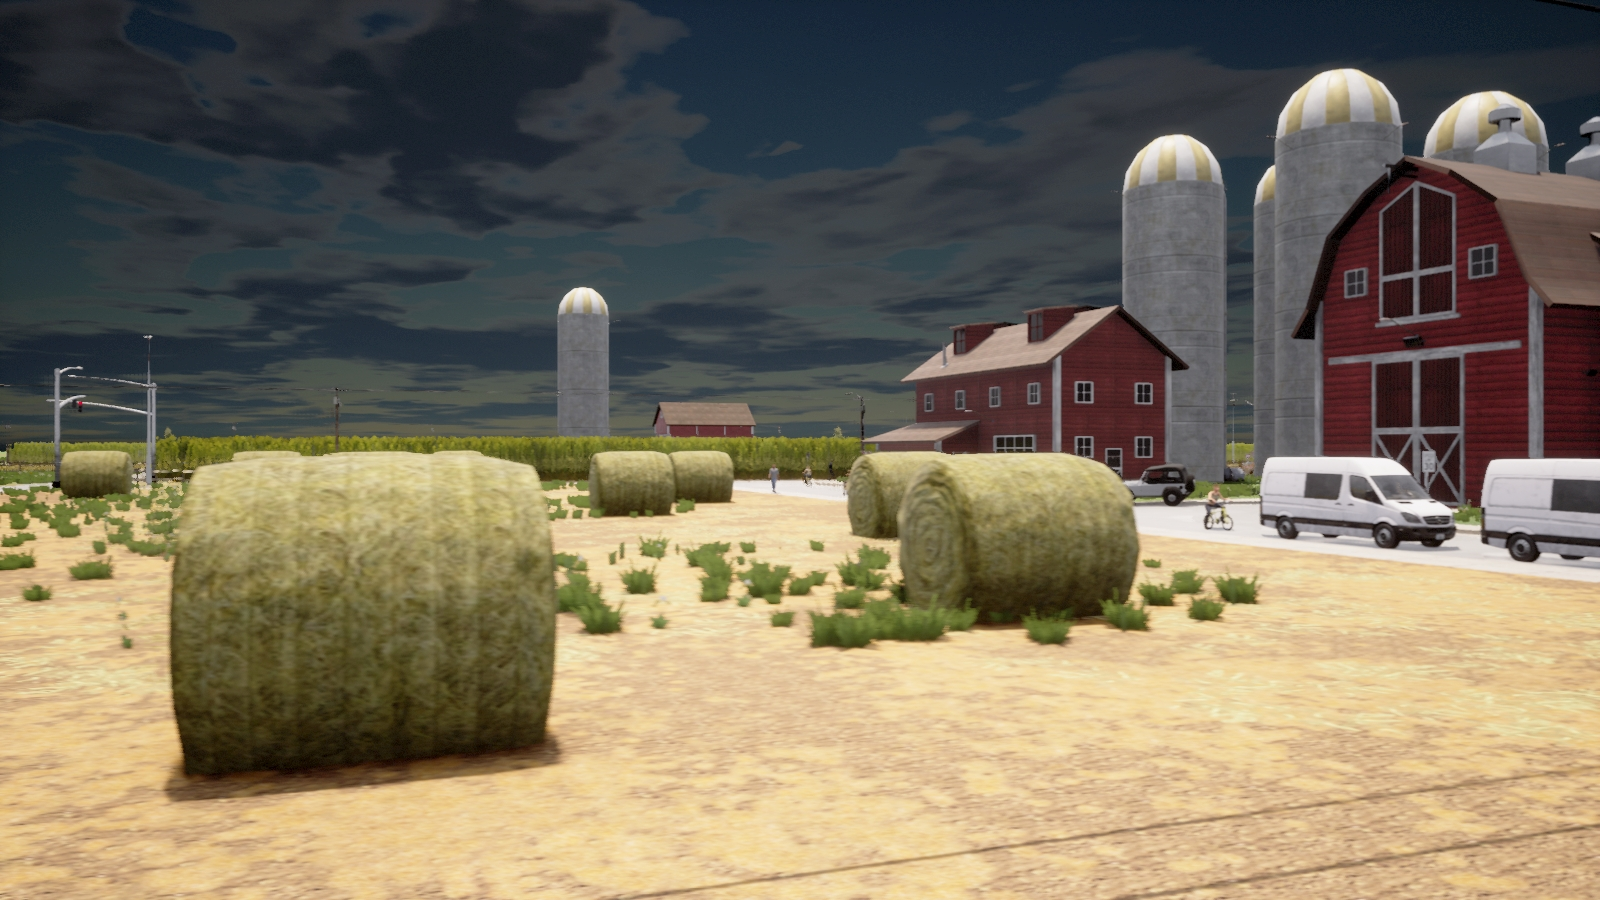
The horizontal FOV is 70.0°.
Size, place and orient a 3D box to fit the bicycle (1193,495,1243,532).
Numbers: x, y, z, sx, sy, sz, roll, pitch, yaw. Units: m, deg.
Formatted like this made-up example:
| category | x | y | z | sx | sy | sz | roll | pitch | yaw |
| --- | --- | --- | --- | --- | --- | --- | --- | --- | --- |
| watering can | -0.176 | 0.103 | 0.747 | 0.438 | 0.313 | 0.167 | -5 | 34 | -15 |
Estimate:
| category | x | y | z | sx | sy | sz | roll | pitch | yaw |
| --- | --- | --- | --- | --- | --- | --- | --- | --- | --- |
| bicycle | 14.479 | 2.180 | 39.594 | 0.859 | 1.176 | 1.487 | 0 | 0 | -21 |

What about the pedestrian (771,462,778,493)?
| category | x | y | z | sx | sy | sz | roll | pitch | yaw |
| --- | --- | --- | --- | --- | --- | --- | --- | --- | --- |
| pedestrian | -1.548 | 1.669 | 68.579 | 0.375 | 1.860 | 0.375 | 0 | 0 | 6 |

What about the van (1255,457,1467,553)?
| category | x | y | z | sx | sy | sz | roll | pitch | yaw |
| --- | --- | --- | --- | --- | --- | --- | --- | --- | --- |
| van | 16.557 | 1.507 | 34.176 | 1.988 | 2.561 | 5.915 | 0 | 0 | -21 |

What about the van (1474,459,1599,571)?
| category | x | y | z | sx | sy | sz | roll | pitch | yaw |
| --- | --- | --- | --- | --- | --- | --- | --- | --- | --- |
| van | 19.326 | 1.504 | 26.966 | 1.988 | 2.561 | 5.915 | 0 | 0 | -21 |

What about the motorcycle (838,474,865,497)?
| category | x | y | z | sx | sy | sz | roll | pitch | yaw |
| --- | --- | --- | --- | --- | --- | --- | --- | --- | --- |
| motorcycle | 3.116 | 2.127 | 69.181 | 0.764 | 1.307 | 2.356 | 0 | 0 | -21 |
